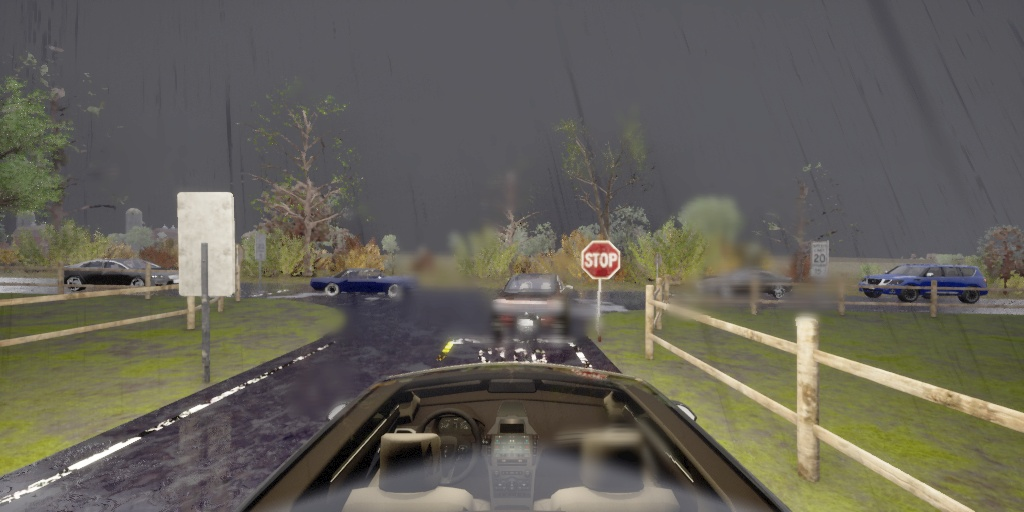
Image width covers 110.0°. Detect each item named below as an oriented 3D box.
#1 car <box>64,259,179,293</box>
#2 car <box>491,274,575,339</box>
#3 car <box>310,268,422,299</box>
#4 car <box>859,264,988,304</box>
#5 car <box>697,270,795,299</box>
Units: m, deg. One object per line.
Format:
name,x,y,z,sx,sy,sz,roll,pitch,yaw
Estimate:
car,-18.487,0.885,17.178,4.902,1.511,2.128,1,1,0
car,0.708,1.240,10.126,2.128,1.511,4.902,0,0,9
car,-6.819,1.249,17.159,4.718,1.301,1.895,1,1,0
car,22.903,1.467,20.069,5.566,2.045,2.150,1,1,0
car,13.007,1.526,20.082,4.902,1.511,2.128,1,1,0
